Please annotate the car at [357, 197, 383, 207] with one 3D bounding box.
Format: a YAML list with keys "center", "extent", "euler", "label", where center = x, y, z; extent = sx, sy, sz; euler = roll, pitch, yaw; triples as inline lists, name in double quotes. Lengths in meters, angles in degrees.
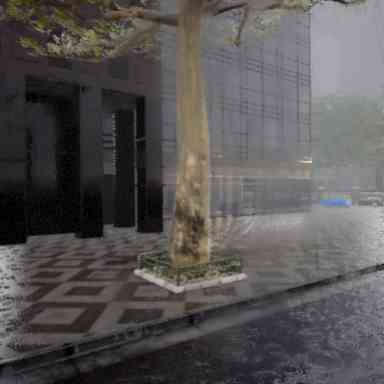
- center: [26.781, 1.453, 50.496]
  extent: [2.008, 1.369, 4.403]
  euler: [-1, 0, -35]
  label: "car"

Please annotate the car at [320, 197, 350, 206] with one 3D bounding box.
- center: [23.601, 1.490, 55.014]
  extent: [1.947, 1.339, 4.313]
  euler: [-1, 0, -35]
  label: "car"

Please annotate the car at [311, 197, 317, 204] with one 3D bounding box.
- center: [20.424, 1.525, 59.535]
  extent: [1.802, 1.307, 4.206]
  euler: [-1, 0, -35]
  label: "car"

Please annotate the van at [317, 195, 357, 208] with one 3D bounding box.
- center: [19.811, 1.334, 45.581]
  extent: [1.690, 1.788, 3.998]
  euler: [-1, 0, -35]
  label: "van"
